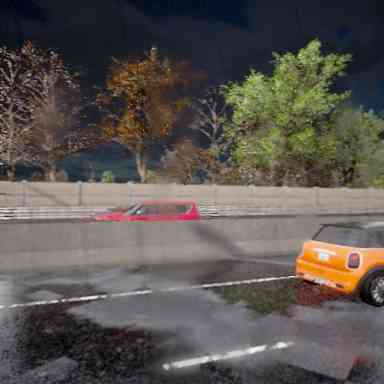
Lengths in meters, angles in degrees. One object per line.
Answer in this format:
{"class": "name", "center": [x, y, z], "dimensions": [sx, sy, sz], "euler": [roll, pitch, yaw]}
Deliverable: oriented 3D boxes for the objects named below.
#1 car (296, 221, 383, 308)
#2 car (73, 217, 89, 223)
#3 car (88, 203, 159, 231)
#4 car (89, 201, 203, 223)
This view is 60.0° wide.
{"class": "car", "center": [4.942, 1.506, 8.291], "dimensions": [4.553, 1.767, 2.097], "euler": [1, -1, -22]}
{"class": "car", "center": [-4.481, 1.765, 19.817], "dimensions": [5.008, 1.535, 1.882], "euler": [1, -1, -22]}
{"class": "car", "center": [-4.849, 1.694, 23.438], "dimensions": [4.553, 1.767, 2.097], "euler": [1, -1, -22]}
{"class": "car", "center": [-2.154, 1.476, 16.983], "dimensions": [5.566, 2.045, 2.150], "euler": [1, -1, -22]}
